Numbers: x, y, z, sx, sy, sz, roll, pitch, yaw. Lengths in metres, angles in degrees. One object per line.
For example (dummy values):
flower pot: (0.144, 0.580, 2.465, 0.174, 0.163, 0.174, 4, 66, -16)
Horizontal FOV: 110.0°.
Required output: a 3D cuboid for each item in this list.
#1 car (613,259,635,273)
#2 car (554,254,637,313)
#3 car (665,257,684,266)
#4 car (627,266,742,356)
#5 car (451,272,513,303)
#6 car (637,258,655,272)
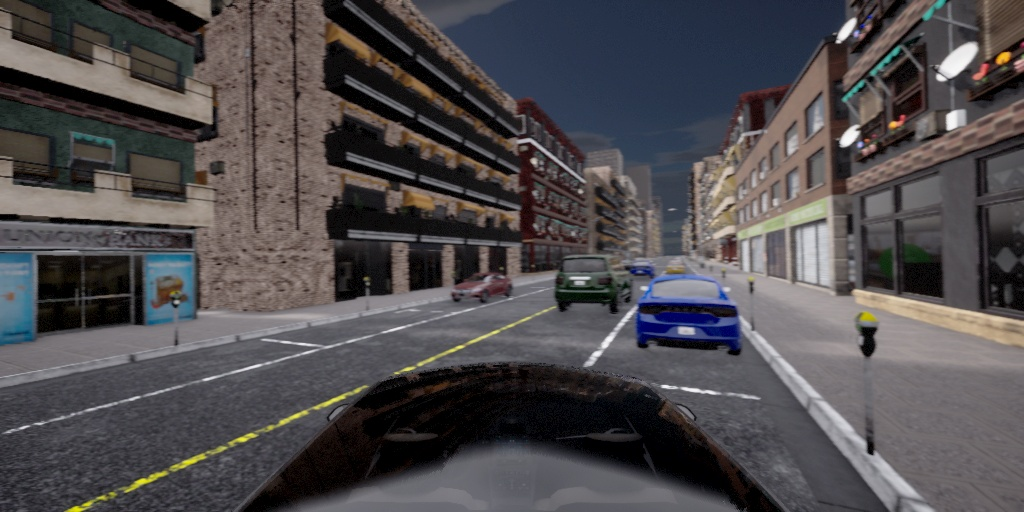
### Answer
car: (13.687, 1.187, 43.794, 1.837, 1.490, 4.892, -2, -1, 26)
car: (3.382, 0.969, 14.197, 2.150, 2.045, 5.566, -2, 0, 25)
car: (15.847, 1.094, 34.815, 1.751, 1.417, 4.829, 0, 0, 25)
car: (4.142, 1.169, 8.632, 1.882, 1.535, 5.008, -2, 0, 25)
car: (-1.329, 1.473, 17.759, 1.802, 1.307, 4.207, 0, 0, 25)
car: (11.612, 1.134, 31.892, 1.882, 1.535, 5.008, -2, 0, 25)
